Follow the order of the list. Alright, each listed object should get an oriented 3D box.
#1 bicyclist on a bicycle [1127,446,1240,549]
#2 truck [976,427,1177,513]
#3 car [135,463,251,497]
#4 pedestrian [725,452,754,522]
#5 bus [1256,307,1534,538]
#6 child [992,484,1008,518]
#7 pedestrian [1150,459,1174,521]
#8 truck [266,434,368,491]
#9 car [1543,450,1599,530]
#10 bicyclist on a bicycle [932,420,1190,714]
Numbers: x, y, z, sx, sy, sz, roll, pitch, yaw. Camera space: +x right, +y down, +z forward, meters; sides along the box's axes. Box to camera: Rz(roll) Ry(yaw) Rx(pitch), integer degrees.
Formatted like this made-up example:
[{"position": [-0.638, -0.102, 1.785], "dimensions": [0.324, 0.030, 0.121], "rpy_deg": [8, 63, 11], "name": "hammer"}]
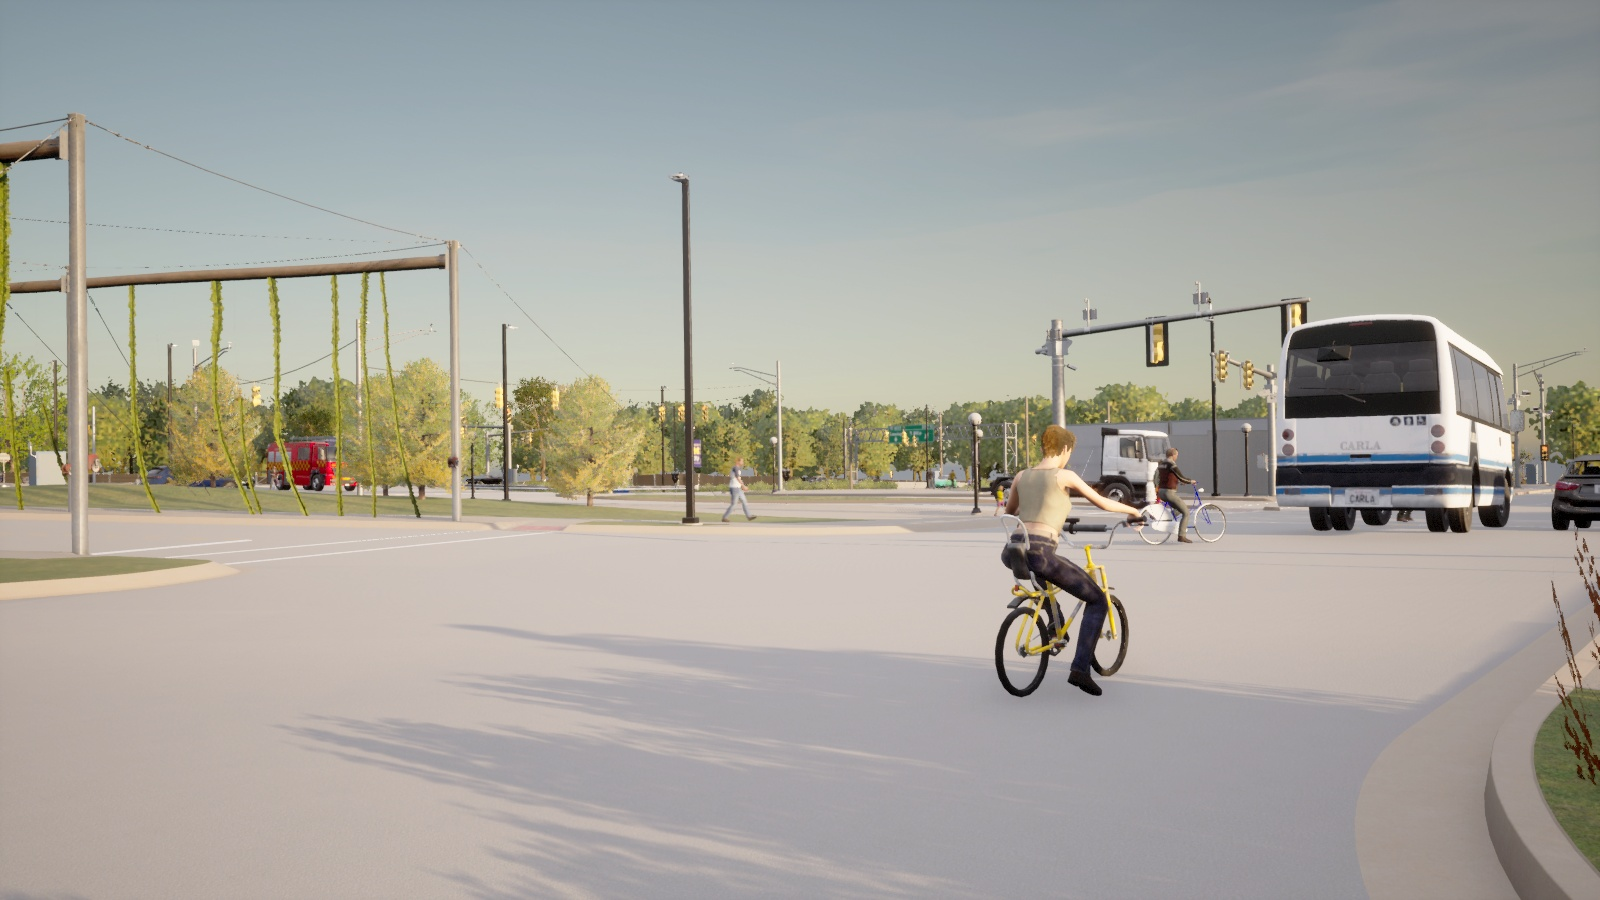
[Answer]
[{"position": [6.981, 0.851, 22.872], "dimensions": [1.843, 1.776, 0.659], "rpy_deg": [-1, -1, -15], "name": "bicyclist on a bicycle"}, {"position": [11.872, 0.803, 54.242], "dimensions": [7.936, 3.462, 2.891], "rpy_deg": [0, -1, 35], "name": "truck"}, {"position": [-30.815, 1.562, 63.875], "dimensions": [2.033, 1.649, 4.856], "rpy_deg": [-1, -2, 39], "name": "car"}, {"position": [-1.612, 0.991, 33.461], "dimensions": [0.706, 1.836, 0.354], "rpy_deg": [-1, -1, 2], "name": "pedestrian"}, {"position": [13.803, -0.309, 28.416], "dimensions": [3.944, 4.253, 10.273], "rpy_deg": [-1, -3, 35], "name": "bus"}, {"position": [6.965, 1.768, 43.738], "dimensions": [0.473, 1.160, 0.299], "rpy_deg": [-1, -1, 40], "name": "child"}, {"position": [10.977, 1.208, 38.084], "dimensions": [0.614, 1.847, 0.353], "rpy_deg": [-1, -1, 33], "name": "pedestrian"}, {"position": [-34.155, 0.910, 88.672], "dimensions": [8.468, 3.827, 2.891], "rpy_deg": [0, -2, 40], "name": "truck"}, {"position": [18.218, 0.906, 27.872], "dimensions": [2.242, 1.667, 4.611], "rpy_deg": [-1, -3, 40], "name": "car"}, {"position": [1.636, 0.655, 7.755], "dimensions": [0.866, 1.612, 1.509], "rpy_deg": [-2, -1, 44], "name": "bicyclist on a bicycle"}]
